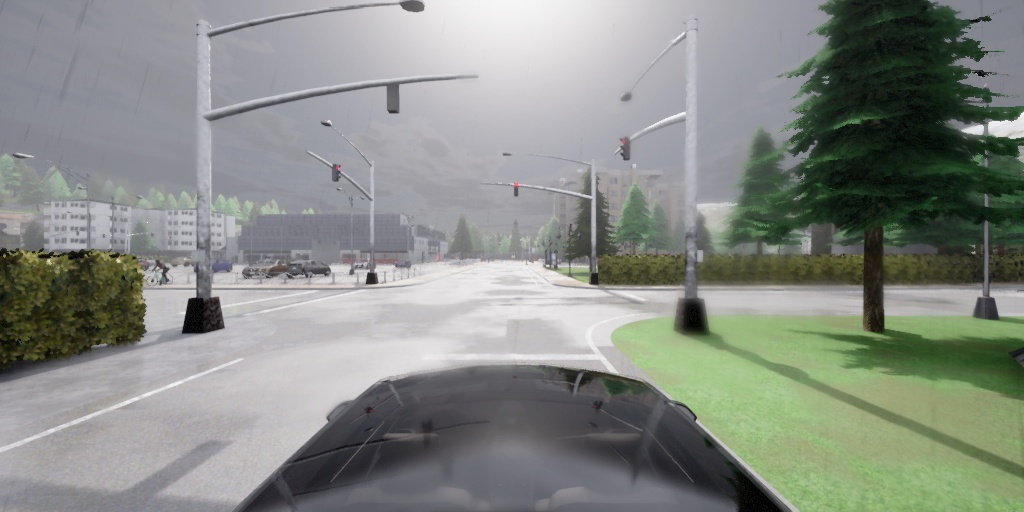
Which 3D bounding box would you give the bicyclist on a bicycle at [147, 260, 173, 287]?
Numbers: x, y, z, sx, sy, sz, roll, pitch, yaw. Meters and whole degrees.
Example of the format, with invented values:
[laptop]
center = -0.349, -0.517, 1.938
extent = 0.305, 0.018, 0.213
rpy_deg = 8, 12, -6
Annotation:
[bicyclist on a bicycle]
center = -21.759, 1.049, 22.176
extent = 0.582, 1.620, 1.656
rpy_deg = 0, 0, 1
